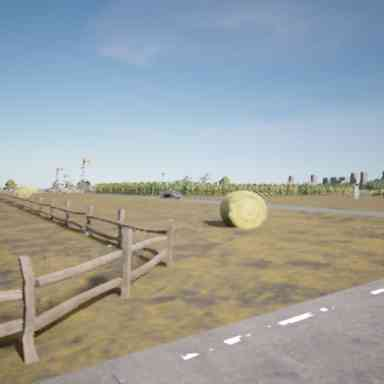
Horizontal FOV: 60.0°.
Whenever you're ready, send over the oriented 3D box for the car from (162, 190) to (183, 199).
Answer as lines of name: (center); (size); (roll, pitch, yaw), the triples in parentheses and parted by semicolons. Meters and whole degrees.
car: (-3.666, 0.430, 62.480); (2.097, 1.767, 4.553); (2, 0, -35)
